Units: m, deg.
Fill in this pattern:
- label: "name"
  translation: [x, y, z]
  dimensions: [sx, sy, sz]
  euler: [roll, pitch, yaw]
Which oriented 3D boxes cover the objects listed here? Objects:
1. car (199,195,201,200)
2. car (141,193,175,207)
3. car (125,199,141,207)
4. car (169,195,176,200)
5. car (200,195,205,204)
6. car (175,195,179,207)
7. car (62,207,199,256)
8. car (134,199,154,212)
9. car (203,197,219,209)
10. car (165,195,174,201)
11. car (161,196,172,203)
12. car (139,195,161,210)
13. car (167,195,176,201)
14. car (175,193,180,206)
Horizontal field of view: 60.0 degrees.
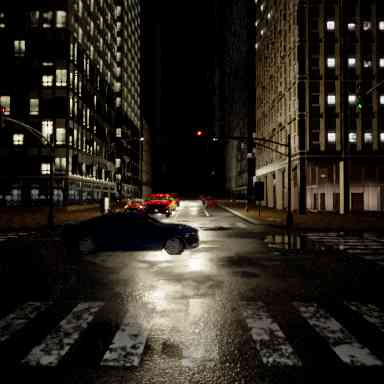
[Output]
- label: "car"
  translation: [2.788, 1.590, 61.730]
  dimensions: [1.947, 1.339, 4.313]
  euler: [1, 0, 0]
- label: "car"
  translation: [-3.051, 1.233, 31.125]
  dimensions: [2.150, 2.045, 5.566]
  euler: [0, 0, 0]
- label: "car"
  translation: [-5.628, 1.453, 33.796]
  dimensions: [1.967, 1.590, 4.097]
  euler: [1, 0, 0]
- label: "car"
  translation: [-5.547, 1.605, 95.123]
  dimensions: [1.947, 1.339, 4.313]
  euler: [1, 0, 0]
- label: "car"
  translation: [2.782, 1.547, 56.322]
  dimensions: [1.752, 1.417, 4.829]
  euler: [1, 0, 0]
- label: "car"
  translation: [-3.041, 1.493, 41.552]
  dimensions: [1.882, 1.535, 5.008]
  euler: [0, 0, 0]
- label: "car"
  translation: [-2.236, 1.483, 12.520]
  dimensions: [5.008, 1.535, 1.882]
  euler: [0, 0, 0]
- label: "car"
  translation: [-5.623, 1.597, 39.371]
  dimensions: [1.802, 1.307, 4.206]
  euler: [1, 0, 0]
- label: "car"
  translation: [2.764, 1.599, 44.997]
  dimensions: [1.802, 1.307, 4.206]
  euler: [1, 0, 0]
- label: "car"
  translation: [-5.561, 1.578, 83.972]
  dimensions: [1.887, 1.381, 4.507]
  euler: [1, 0, 0]
- label: "car"
  translation: [-5.577, 1.573, 72.822]
  dimensions: [1.887, 1.381, 4.507]
  euler: [1, 0, 0]
- label: "car"
  translation: [-5.610, 1.332, 44.946]
  dimensions: [2.192, 1.841, 5.009]
  euler: [1, 0, 0]
- label: "car"
  translation: [-5.554, 1.587, 89.548]
  dimensions: [2.008, 1.369, 4.403]
  euler: [1, 0, 0]
- label: "car"
  translation: [-3.020, 1.241, 52.051]
  dimensions: [2.150, 2.045, 5.566]
  euler: [0, 0, 0]
